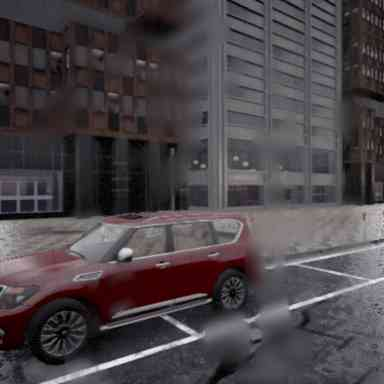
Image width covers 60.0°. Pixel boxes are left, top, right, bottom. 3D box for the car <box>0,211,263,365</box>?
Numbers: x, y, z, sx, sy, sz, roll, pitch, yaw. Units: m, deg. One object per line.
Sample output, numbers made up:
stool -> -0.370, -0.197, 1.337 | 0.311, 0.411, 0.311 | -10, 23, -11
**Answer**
car -> -0.894, 1.314, 6.008 | 5.009, 1.841, 2.192 | 0, 0, -35
